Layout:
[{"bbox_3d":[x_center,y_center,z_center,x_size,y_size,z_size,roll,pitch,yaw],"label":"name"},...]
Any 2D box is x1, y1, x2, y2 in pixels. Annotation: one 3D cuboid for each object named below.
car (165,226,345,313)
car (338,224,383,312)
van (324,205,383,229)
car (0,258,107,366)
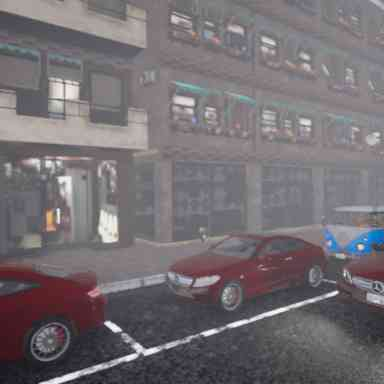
[{"bbox_3d":[1.394,1.573,7.528,4.206,1.307,1.802,0,-1,-35],"label":"car"},{"bbox_3d":[4.952,1.513,6.894,4.674,1.442,1.812,0,0,-36],"label":"car"},{"bbox_3d":[5.997,1.324,10.830,3.998,1.788,1.690,0,-1,-35],"label":"van"},{"bbox_3d":[-3.215,1.582,4.237,4.206,1.307,1.802,0,-1,-35],"label":"car"}]
